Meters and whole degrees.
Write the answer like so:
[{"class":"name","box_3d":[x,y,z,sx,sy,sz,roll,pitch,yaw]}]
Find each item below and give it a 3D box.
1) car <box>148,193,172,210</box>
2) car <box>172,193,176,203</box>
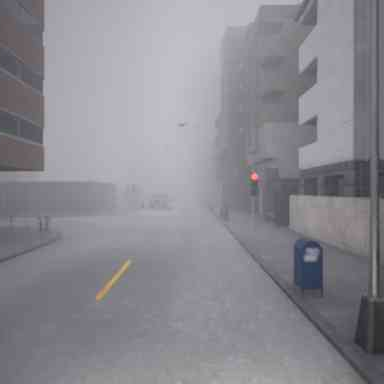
[{"class":"car","box_3d":[-4.103,1.112,41.814,2.150,2.045,5.566,0,0,1]},{"class":"car","box_3d":[-4.037,1.386,63.006,2.033,1.411,5.357,0,0,0]}]
